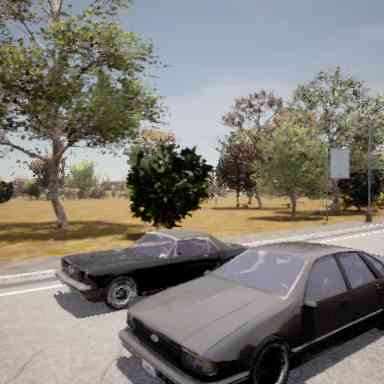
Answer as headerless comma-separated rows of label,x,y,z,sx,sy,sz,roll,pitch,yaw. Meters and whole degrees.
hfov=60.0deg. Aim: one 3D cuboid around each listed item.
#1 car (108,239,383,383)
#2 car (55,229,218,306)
car,1.647,1.556,5.283,5.357,1.411,2.033,0,0,-37
car,-0.640,1.616,7.943,4.718,1.301,1.895,0,0,-37
